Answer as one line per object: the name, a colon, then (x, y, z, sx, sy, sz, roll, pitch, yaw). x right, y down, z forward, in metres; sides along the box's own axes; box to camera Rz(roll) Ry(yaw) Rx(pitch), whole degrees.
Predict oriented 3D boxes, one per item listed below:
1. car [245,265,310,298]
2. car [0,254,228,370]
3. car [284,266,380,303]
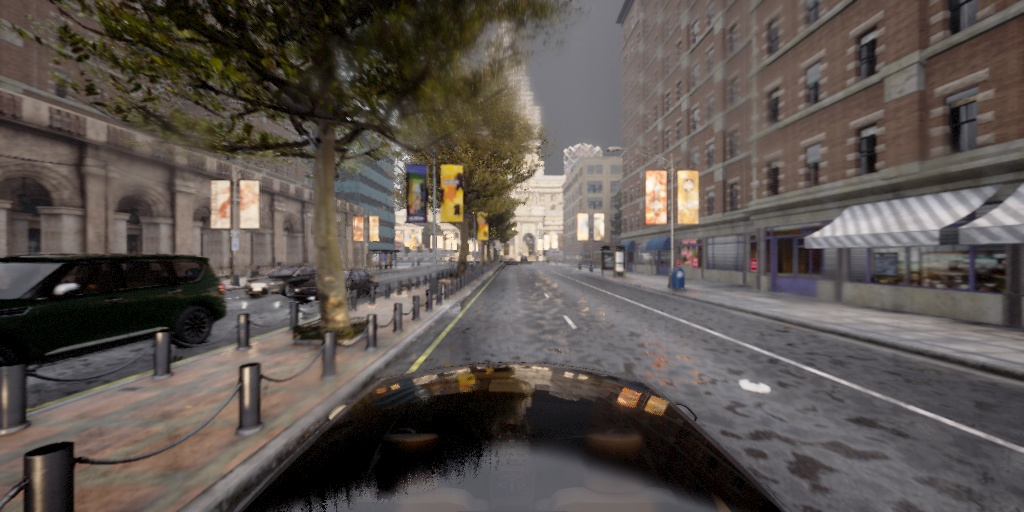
car: (-11.502, 1.246, 18.661, 2.128, 1.511, 4.902, 0, 0, 0)
car: (-8.020, 0.972, 6.401, 2.150, 2.045, 5.566, 0, 0, 0)
car: (-7.997, 1.300, 17.008, 2.033, 1.411, 5.357, 0, 0, 0)
